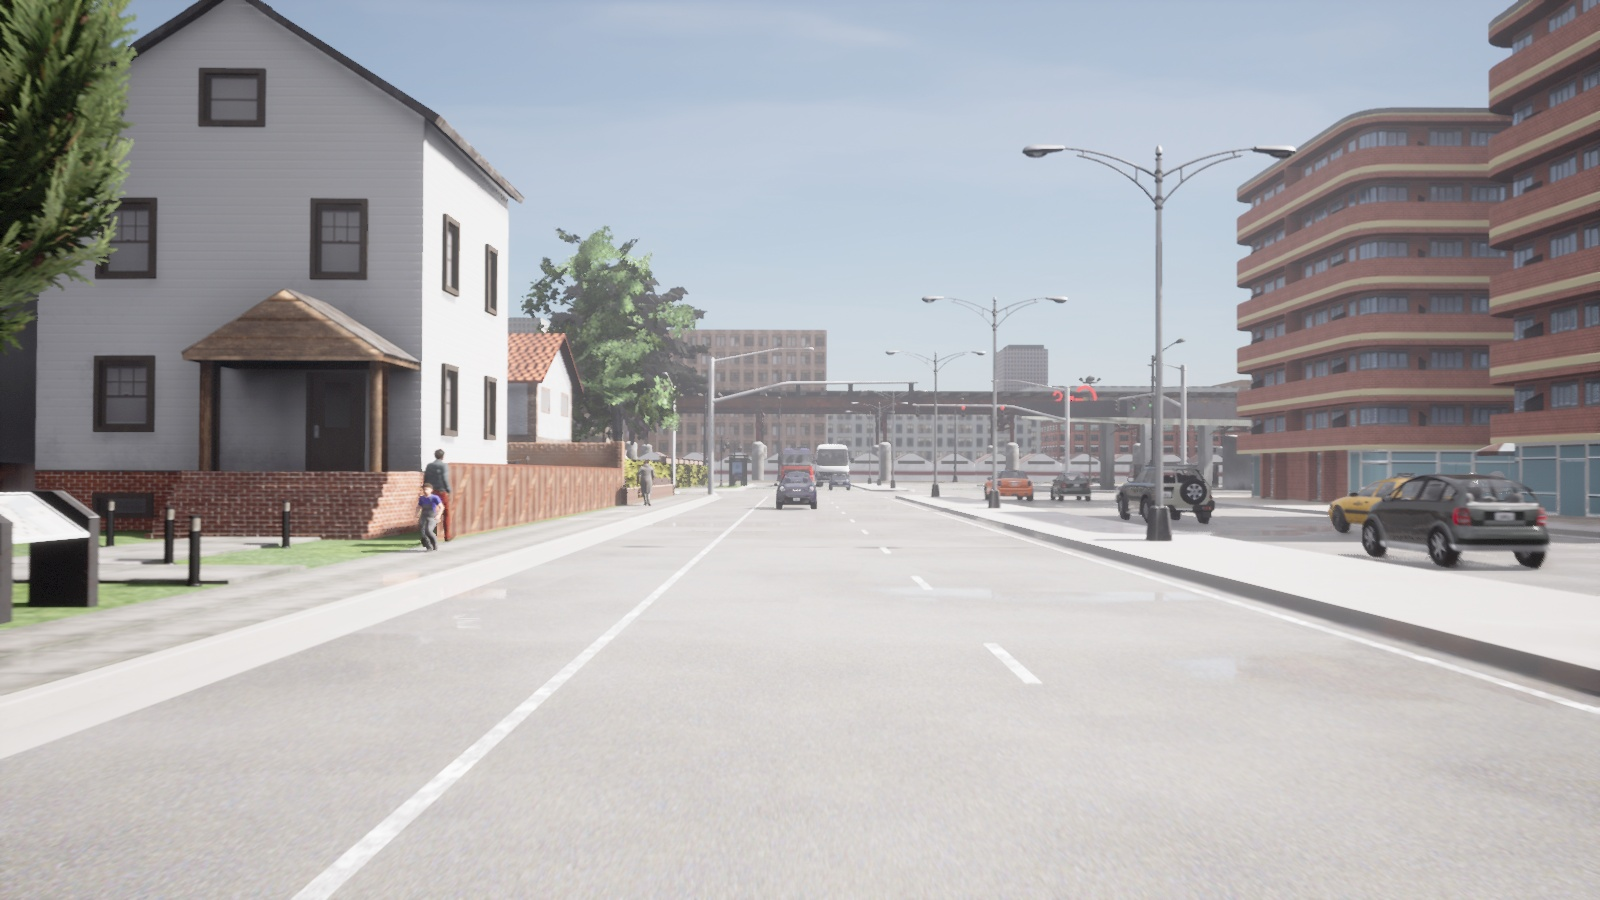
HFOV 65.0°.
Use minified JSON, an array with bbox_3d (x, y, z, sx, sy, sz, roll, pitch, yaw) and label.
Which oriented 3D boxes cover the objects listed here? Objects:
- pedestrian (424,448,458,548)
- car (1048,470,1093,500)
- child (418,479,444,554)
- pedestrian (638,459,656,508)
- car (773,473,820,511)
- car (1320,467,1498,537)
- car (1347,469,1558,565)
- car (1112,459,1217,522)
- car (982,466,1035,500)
[{"bbox_3d":[-6.694,0.885,23.418,0.353,1.847,0.614,0,-1,13],"label":"pedestrian"},{"bbox_3d":[14.716,1.880,68.452,1.789,1.549,3.705,0,-1,2],"label":"car"},{"bbox_3d":[-6.276,1.131,21.376,0.270,1.263,0.437,0,-1,6],"label":"child"},{"bbox_3d":[-6.121,1.335,50.237,0.659,1.952,0.873,0,-1,-13],"label":"pedestrian"},{"bbox_3d":[-0.129,1.689,51.368,1.845,1.501,3.633,0,-1,0],"label":"car"},{"bbox_3d":[14.921,1.215,31.156,1.801,1.575,5.366,0,-1,0],"label":"car"},{"bbox_3d":[11.444,1.121,22.319,1.789,1.549,3.705,0,-1,0],"label":"car"},{"bbox_3d":[11.400,1.248,39.607,1.932,1.855,4.605,0,-1,0],"label":"car"},{"bbox_3d":[11.325,1.774,68.466,2.097,1.767,4.553,0,-1,0],"label":"car"}]
